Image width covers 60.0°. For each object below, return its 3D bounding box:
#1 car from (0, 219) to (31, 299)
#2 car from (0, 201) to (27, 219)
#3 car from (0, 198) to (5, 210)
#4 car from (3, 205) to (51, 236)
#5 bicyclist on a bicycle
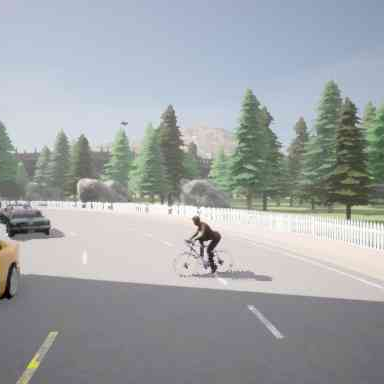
[{"bbox_3d":[-4.394,1.478,5.454,1.882,1.535,5.008,0,0,-12],"label":"car"},{"bbox_3d":[-12.004,1.564,23.184,1.994,1.385,4.181,0,0,-39],"label":"car"},{"bbox_3d":[-25.981,1.477,41.374,5.008,1.535,1.882,0,0,21],"label":"car"},{"bbox_3d":[-8.838,1.601,17.868,1.895,1.301,4.718,0,0,-31],"label":"car"},{"bbox_3d":[0.298,1.454,8.899,1.656,1.620,0.582,-2,1,-14],"label":"bicyclist on a bicycle"}]
